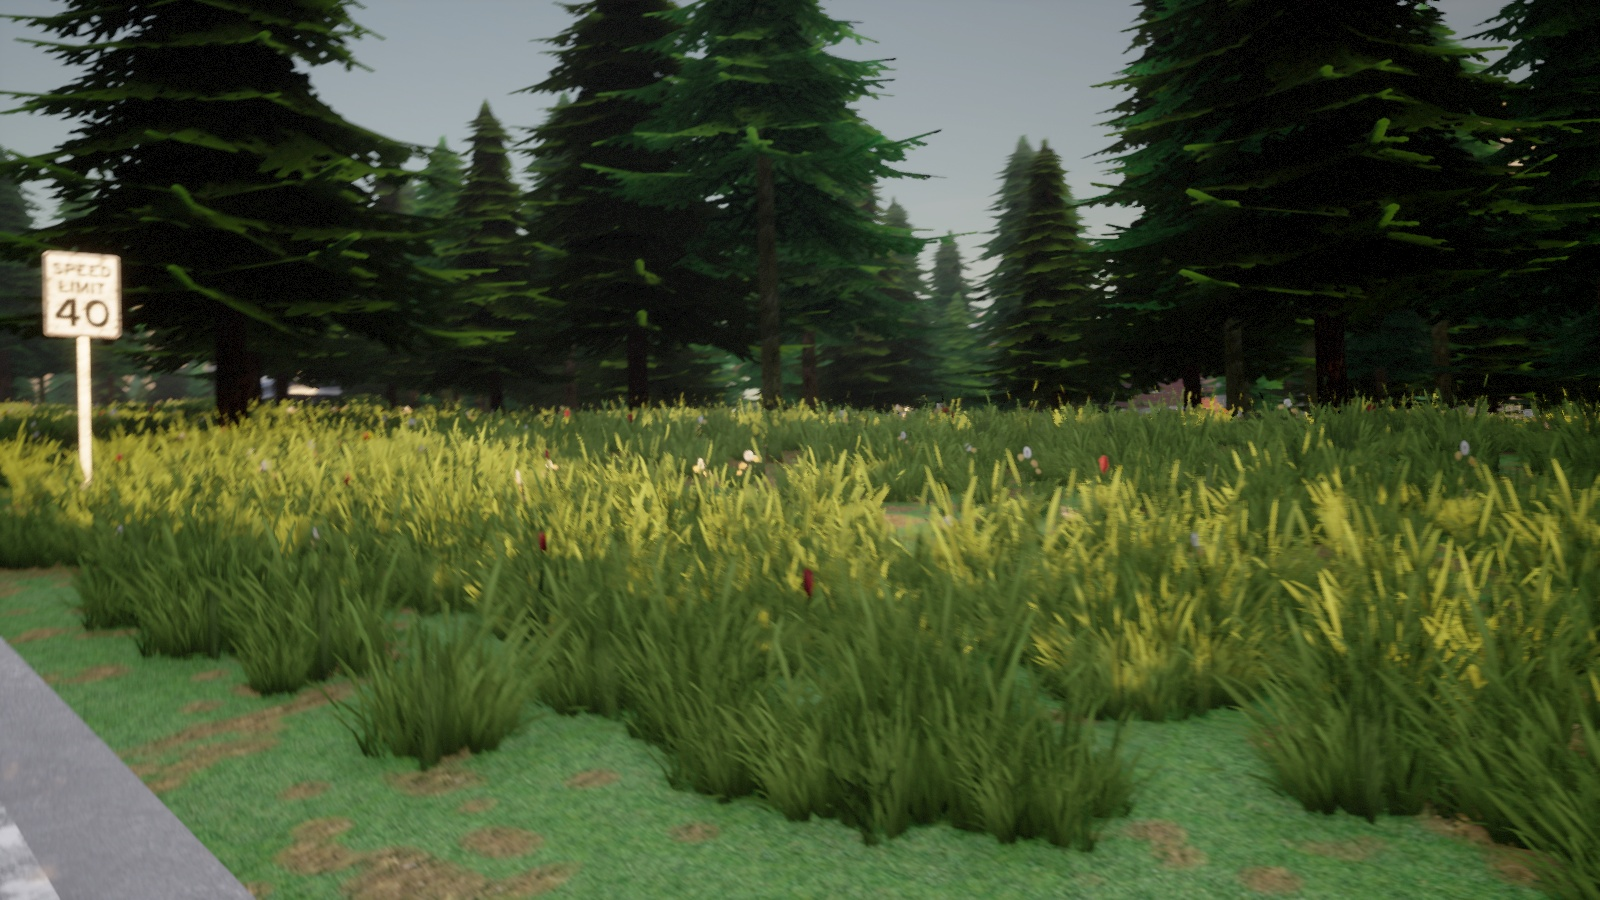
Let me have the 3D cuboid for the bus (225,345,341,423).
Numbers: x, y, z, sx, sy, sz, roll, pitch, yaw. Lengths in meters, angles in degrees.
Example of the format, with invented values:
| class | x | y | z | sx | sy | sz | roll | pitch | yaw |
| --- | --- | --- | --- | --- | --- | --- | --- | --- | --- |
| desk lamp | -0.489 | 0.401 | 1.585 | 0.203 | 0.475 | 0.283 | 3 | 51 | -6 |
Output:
| class | x | y | z | sx | sy | sz | roll | pitch | yaw |
| --- | --- | --- | --- | --- | --- | --- | --- | --- | --- |
| bus | -34.344 | -4.187 | 83.098 | 3.944 | 4.253 | 10.273 | -1 | -2 | -41 |
